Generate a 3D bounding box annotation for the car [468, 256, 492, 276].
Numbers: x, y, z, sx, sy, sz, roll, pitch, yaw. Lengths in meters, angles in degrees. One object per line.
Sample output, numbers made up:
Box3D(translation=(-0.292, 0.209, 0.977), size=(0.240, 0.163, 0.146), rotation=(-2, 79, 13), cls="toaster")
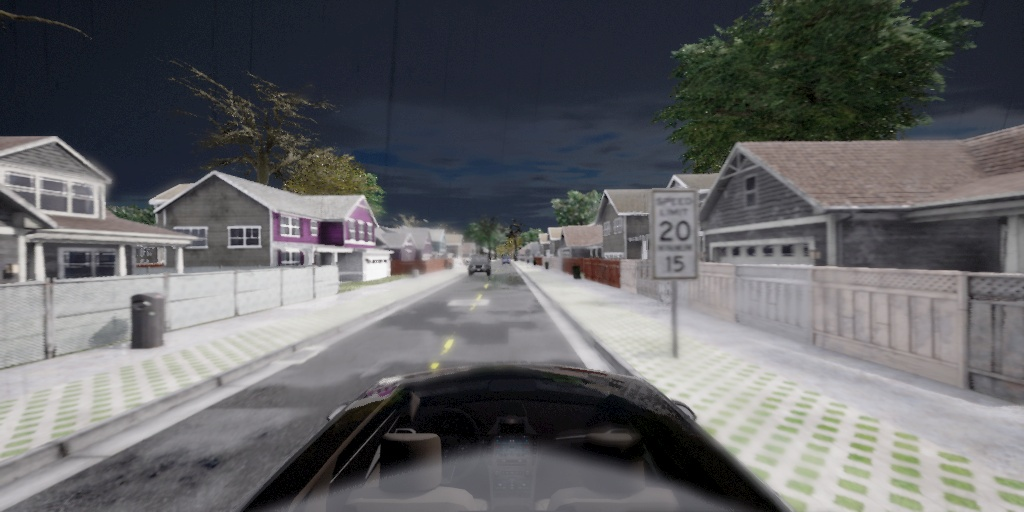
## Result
Box3D(translation=(-3.309, 1.020, 37.882), size=(2.150, 2.045, 5.566), rotation=(-1, 0, -1), cls="car")
